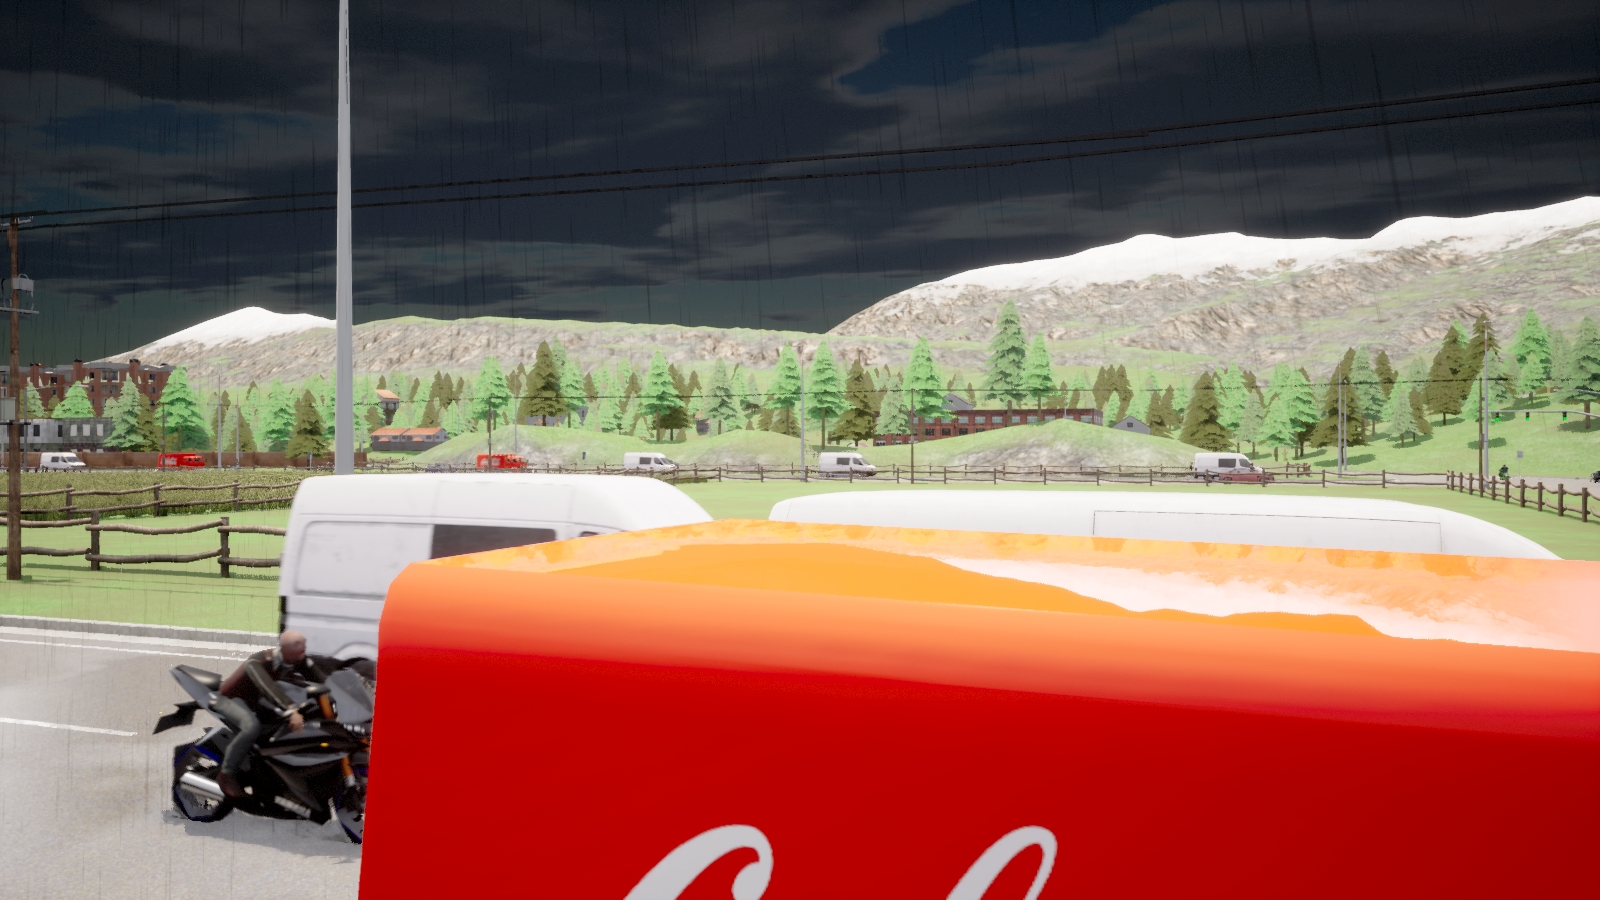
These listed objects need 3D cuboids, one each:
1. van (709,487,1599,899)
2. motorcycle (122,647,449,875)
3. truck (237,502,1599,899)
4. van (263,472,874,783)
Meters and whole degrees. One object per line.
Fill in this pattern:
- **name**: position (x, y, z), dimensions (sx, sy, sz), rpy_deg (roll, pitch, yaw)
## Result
- **van**: position (2.633, 1.535, 6.060), dimensions (5.915, 2.561, 1.988), rpy_deg (0, 0, 20)
- **motorcycle**: position (-3.780, 2.210, 8.397), dimensions (2.209, 1.251, 0.867), rpy_deg (0, 0, 20)
- **truck**: position (1.674, 1.541, 2.760), dimensions (5.204, 2.467, 2.627), rpy_deg (2, 1, 21)
- **van**: position (-2.375, 1.539, 11.608), dimensions (5.915, 2.561, 1.988), rpy_deg (0, 0, 20)
